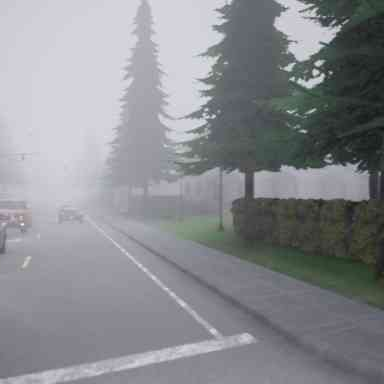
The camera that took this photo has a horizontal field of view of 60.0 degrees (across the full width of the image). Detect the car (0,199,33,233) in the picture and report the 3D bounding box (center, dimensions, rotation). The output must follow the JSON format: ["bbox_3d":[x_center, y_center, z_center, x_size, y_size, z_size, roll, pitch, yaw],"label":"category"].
[{"bbox_3d":[-11.582,1.463,21.375,2.150,2.045,5.566,0,0,-21],"label":"car"}]

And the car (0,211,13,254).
[{"bbox_3d":[-7.704,1.666,11.525,1.882,1.535,5.008,0,0,-22],"label":"car"}]

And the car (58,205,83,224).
[{"bbox_3d":[-9.911,1.776,27.159,1.812,1.442,4.674,0,0,-21],"label":"car"}]
